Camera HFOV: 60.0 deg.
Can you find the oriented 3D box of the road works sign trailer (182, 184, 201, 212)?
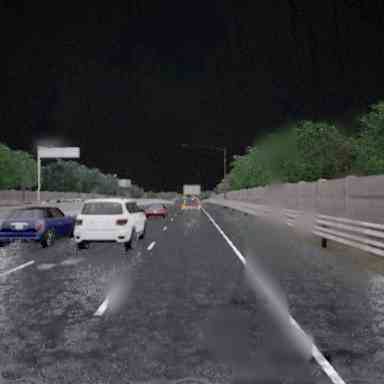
[{"bbox_3d":[-0.015,0.779,44.828,2.380,3.560,2.880,0,-1,0],"label":"road works sign trailer"}]

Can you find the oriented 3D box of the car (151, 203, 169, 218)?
[{"bbox_3d":[-3.414,1.775,32.766,1.994,1.385,4.181,0,0,0],"label":"car"}]

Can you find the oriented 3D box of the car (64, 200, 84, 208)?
[{"bbox_3d":[-21.049,2.069,59.426,1.994,1.385,4.181,0,-1,1],"label":"car"}]

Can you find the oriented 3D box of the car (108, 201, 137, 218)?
[{"bbox_3d":[-6.914,1.695,33.539,1.882,1.535,5.008,0,0,0],"label":"car"}]

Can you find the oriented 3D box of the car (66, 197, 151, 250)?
[{"bbox_3d":[-3.406,1.302,14.858,2.150,2.045,5.566,0,0,0],"label":"car"}]

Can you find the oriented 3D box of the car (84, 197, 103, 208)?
[{"bbox_3d":[-17.557,1.863,59.655,2.097,1.767,4.553,0,-1,1],"label":"car"}]

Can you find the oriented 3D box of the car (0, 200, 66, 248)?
[{"bbox_3d":[-6.907,1.436,15.425,2.097,1.767,4.553,0,0,0],"label":"car"}]
